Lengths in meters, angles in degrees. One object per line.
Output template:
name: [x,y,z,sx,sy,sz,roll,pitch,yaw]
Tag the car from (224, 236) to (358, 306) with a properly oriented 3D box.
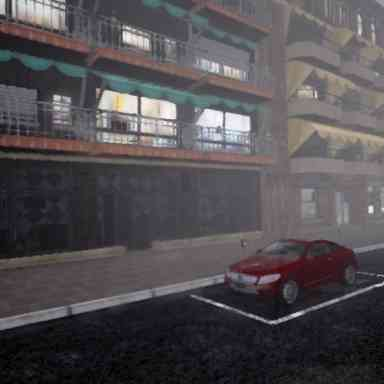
car: [2.718,1.846,8.631,4.206,1.307,1.802,1,-3,-38]
